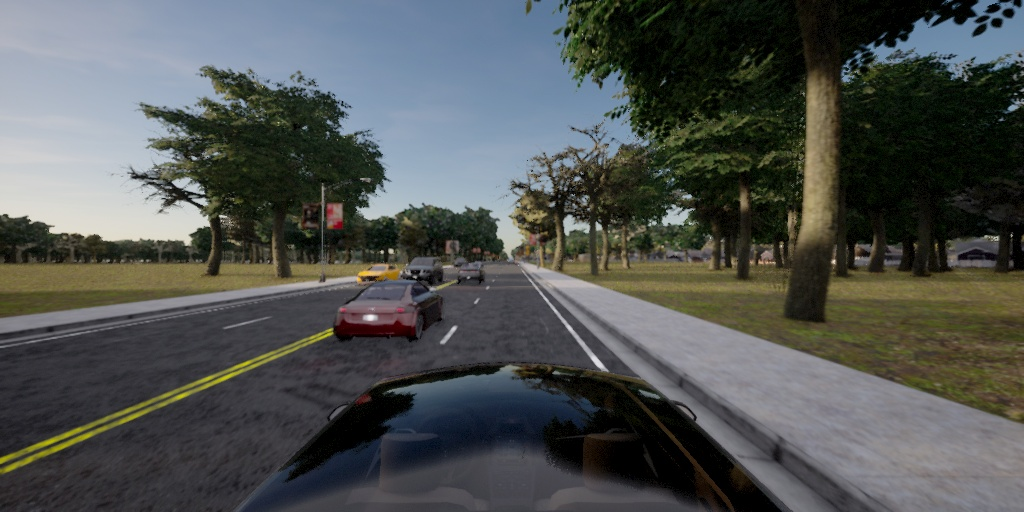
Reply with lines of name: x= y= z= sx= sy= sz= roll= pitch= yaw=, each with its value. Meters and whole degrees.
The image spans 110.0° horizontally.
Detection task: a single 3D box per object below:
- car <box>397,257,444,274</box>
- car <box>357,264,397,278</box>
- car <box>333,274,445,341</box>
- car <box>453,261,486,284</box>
car: x=-6.589 y=1.110 z=27.132 sx=2.150 sy=2.045 sz=5.566 roll=0 pitch=-1 yaw=0
car: x=-9.837 y=1.363 z=26.894 sx=1.882 sy=1.535 sz=5.008 roll=0 pitch=0 yaw=0
car: x=-3.153 y=1.358 z=10.004 sx=1.994 sy=1.385 sz=4.181 roll=0 pitch=0 yaw=0
car: x=-3.141 y=1.385 z=28.430 sx=2.128 sy=1.511 sz=4.902 roll=0 pitch=0 yaw=0
